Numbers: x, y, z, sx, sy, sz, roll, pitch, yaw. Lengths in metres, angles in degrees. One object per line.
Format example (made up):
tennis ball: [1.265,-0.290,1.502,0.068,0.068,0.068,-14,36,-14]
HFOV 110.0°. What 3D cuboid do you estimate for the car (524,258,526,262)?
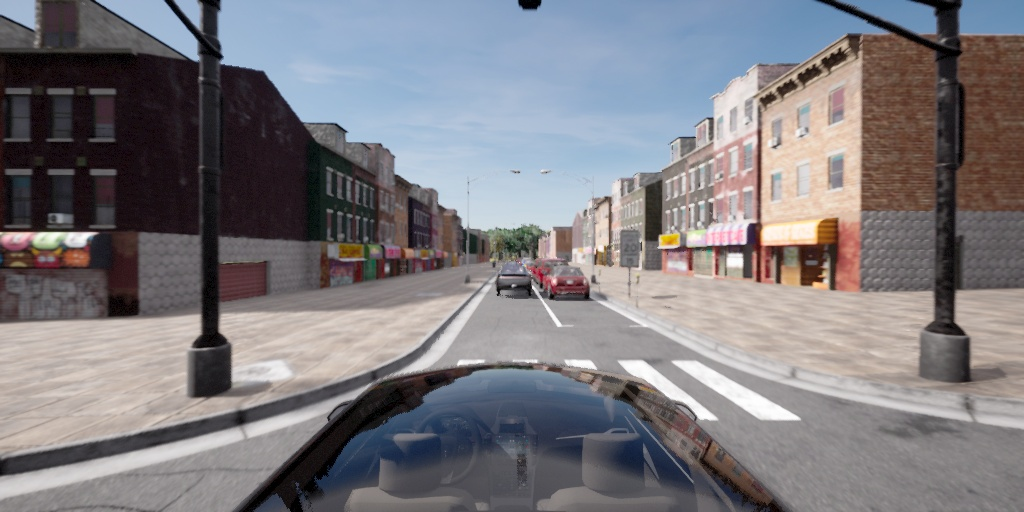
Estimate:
car: [2.617,1.255,39.742,1.967,1.591,4.097,0,0,0]

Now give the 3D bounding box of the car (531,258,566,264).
car: [2.626,1.096,23.535,2.192,1.841,5.009,0,0,0]

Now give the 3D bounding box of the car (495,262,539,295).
car: [0.092,1.259,19.755,2.128,1.511,4.902,0,0,0]

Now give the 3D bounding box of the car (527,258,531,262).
car: [2.623,1.106,28.938,2.192,1.841,5.009,0,0,0]

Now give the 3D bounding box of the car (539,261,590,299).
car: [2.629,1.213,18.134,1.967,1.591,4.097,0,0,0]

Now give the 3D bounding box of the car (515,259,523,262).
car: [0.001,1.388,45.788,1.994,1.385,4.181,0,0,0]
